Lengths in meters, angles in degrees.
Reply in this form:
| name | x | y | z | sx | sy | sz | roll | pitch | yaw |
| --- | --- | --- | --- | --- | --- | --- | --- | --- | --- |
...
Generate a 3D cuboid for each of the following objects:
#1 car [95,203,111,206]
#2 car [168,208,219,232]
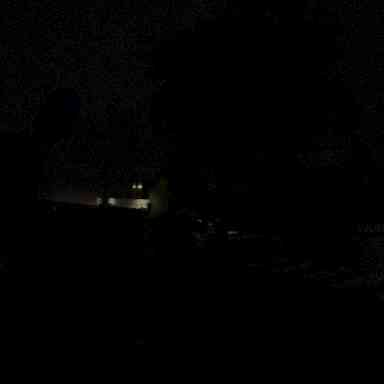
| name | x | y | z | sx | sy | sz | roll | pitch | yaw |
| --- | --- | --- | --- | --- | --- | --- | --- | --- | --- |
| car | -10.732 | 2.016 | 40.185 | 2.033 | 1.411 | 5.357 | 0 | -1 | -30 |
| car | -0.020 | 1.837 | 23.080 | 1.812 | 1.442 | 4.674 | 0 | -1 | -32 |
